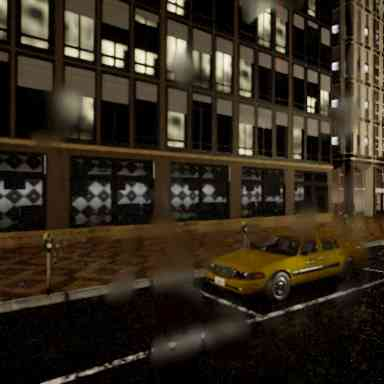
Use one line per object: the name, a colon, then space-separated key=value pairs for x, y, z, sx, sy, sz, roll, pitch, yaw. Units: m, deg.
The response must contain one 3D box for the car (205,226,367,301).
car: x=2.549 y=1.566 z=8.381 sx=4.829 sy=1.417 sz=1.752 roll=0 pitch=0 yaw=-36
